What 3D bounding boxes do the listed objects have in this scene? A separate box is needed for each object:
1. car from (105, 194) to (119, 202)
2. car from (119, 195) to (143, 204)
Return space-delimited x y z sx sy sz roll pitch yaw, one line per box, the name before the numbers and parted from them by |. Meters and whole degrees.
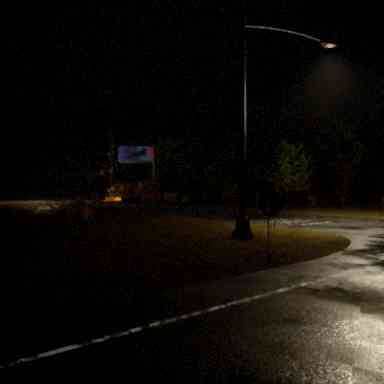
car | -14.687 1.201 62.098 1.882 1.535 5.008 0 0 -34
car | -9.888 1.218 54.998 1.882 1.535 5.008 0 0 -33
